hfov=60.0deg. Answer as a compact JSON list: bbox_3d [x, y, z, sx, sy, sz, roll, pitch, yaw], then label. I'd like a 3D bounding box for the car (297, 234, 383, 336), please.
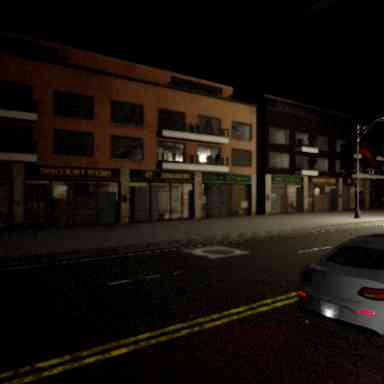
[{"bbox_3d":[3.888,1.524,6.215,4.674,1.442,1.812,0,0,-36],"label":"car"}]
